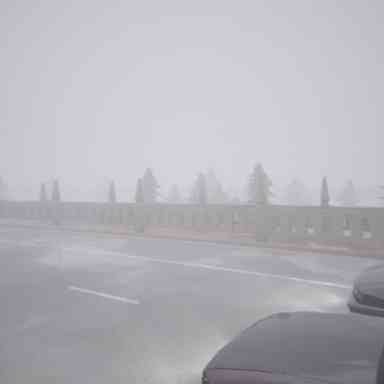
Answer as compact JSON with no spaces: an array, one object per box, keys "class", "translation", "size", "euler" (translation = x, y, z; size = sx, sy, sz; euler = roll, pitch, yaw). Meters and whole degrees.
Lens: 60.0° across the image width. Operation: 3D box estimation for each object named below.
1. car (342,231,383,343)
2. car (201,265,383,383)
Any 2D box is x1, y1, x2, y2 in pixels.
[{"class":"car","translation":[5.137,1.518,4.549],"size":[5.357,1.411,2.033],"euler":[0,0,35]},{"class":"car","translation":[2.612,1.533,2.046],"size":[5.357,1.411,2.033],"euler":[0,0,35]}]
